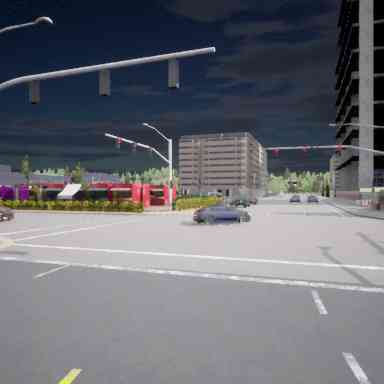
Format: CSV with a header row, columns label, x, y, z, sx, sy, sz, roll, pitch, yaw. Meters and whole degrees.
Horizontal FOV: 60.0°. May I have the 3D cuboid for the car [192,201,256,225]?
label,x,y,z,sx,sy,sz,roll,pitch,yaw
car,2.111,1.606,24.178,4.181,1.385,1.994,0,0,-23

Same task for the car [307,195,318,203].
label,x,y,z,sx,sy,sz,roll,pitch,yaw
car,24.684,1.541,67.785,2.033,1.411,5.357,0,0,19

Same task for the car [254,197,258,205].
label,x,y,z,sx,sy,sz,roll,pitch,yaw
car,10.455,1.564,58.643,1.994,1.385,4.181,0,0,19

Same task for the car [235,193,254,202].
label,x,y,z,sx,sy,sz,roll,pitch,yaw
car,7.239,1.221,49.113,2.150,2.045,5.566,0,0,18

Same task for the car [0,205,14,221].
label,x,y,z,sx,sy,sz,roll,pitch,yaw
car,-16.194,1.407,25.927,4.553,1.767,2.097,0,0,19

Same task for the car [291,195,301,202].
label,x,y,z,sx,sy,sz,roll,pitch,yaw
car,24.545,1.540,78.444,2.033,1.411,5.357,0,0,19

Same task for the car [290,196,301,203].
label,x,y,z,sx,sy,sz,roll,pitch,yaw
car,21.474,1.554,69.217,1.994,1.385,4.181,0,0,19

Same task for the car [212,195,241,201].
label,x,y,z,sx,sy,sz,roll,pitch,yaw
car,4.090,1.491,39.726,2.128,1.511,4.902,0,0,19

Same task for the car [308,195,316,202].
label,x,y,z,sx,sy,sz,roll,pitch,yaw
car,27.967,1.524,77.643,1.812,1.442,4.674,0,0,19
